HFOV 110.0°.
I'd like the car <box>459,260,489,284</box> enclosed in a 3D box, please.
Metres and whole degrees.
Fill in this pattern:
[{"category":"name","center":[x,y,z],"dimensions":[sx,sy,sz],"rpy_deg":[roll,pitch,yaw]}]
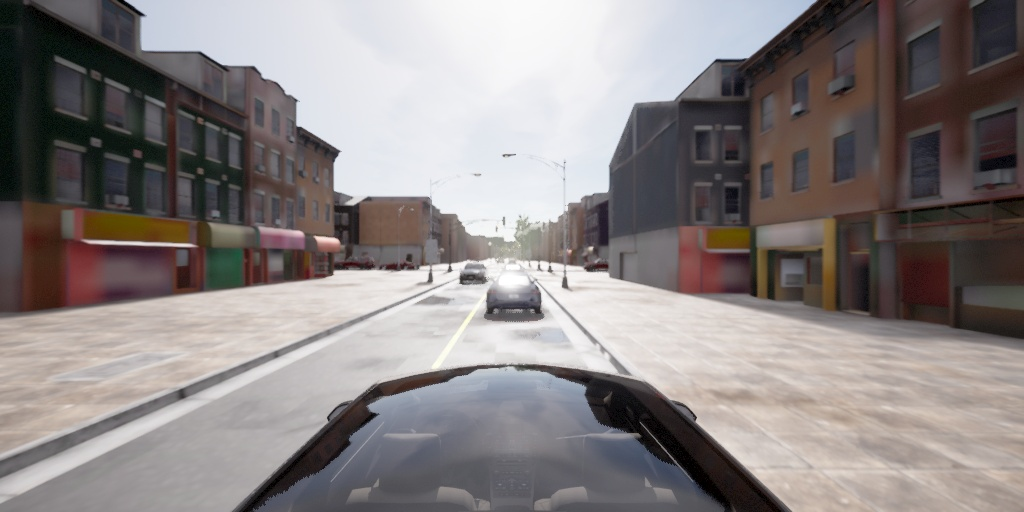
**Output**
[{"category":"car","center":[-2.813,1.242,27.054],"dimensions":[1.837,1.490,4.892],"rpy_deg":[0,0,0]}]

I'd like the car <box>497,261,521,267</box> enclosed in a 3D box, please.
[{"category":"car","center":[0.074,1.298,28.090],"dimensions":[1.994,1.385,4.181],"rpy_deg":[0,0,1]}]

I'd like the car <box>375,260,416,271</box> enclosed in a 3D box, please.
[{"category":"car","center":[-14.688,1.184,46.024],"dimensions":[4.507,1.381,1.888],"rpy_deg":[0,0,0]}]

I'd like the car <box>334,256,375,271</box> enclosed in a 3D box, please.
[{"category":"car","center":[-20.122,0.916,46.016],"dimensions":[5.009,1.841,2.192],"rpy_deg":[0,0,0]}]

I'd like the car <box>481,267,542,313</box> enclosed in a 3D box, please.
[{"category":"car","center":[0.075,1.304,13.882],"dimensions":[1.994,1.385,4.181],"rpy_deg":[0,0,0]}]

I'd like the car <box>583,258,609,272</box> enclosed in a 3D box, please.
[{"category":"car","center":[11.720,1.146,46.062],"dimensions":[5.009,1.841,2.192],"rpy_deg":[0,0,0]}]
